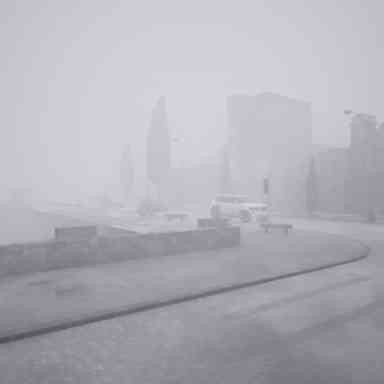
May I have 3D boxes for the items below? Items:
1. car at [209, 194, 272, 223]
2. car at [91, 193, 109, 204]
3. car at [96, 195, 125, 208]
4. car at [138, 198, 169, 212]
[{"bbox_3d":[3.655,1.220,26.094,2.150,2.045,5.566,0,0,-36],"label":"car"},{"bbox_3d":[-17.244,1.220,62.551,2.150,2.045,5.566,0,0,-36],"label":"car"},{"bbox_3d":[-11.346,1.546,47.128,2.033,1.411,5.357,0,0,-36],"label":"car"},{"bbox_3d":[-4.439,1.505,37.424,1.837,1.490,4.892,0,0,-35],"label":"car"}]
